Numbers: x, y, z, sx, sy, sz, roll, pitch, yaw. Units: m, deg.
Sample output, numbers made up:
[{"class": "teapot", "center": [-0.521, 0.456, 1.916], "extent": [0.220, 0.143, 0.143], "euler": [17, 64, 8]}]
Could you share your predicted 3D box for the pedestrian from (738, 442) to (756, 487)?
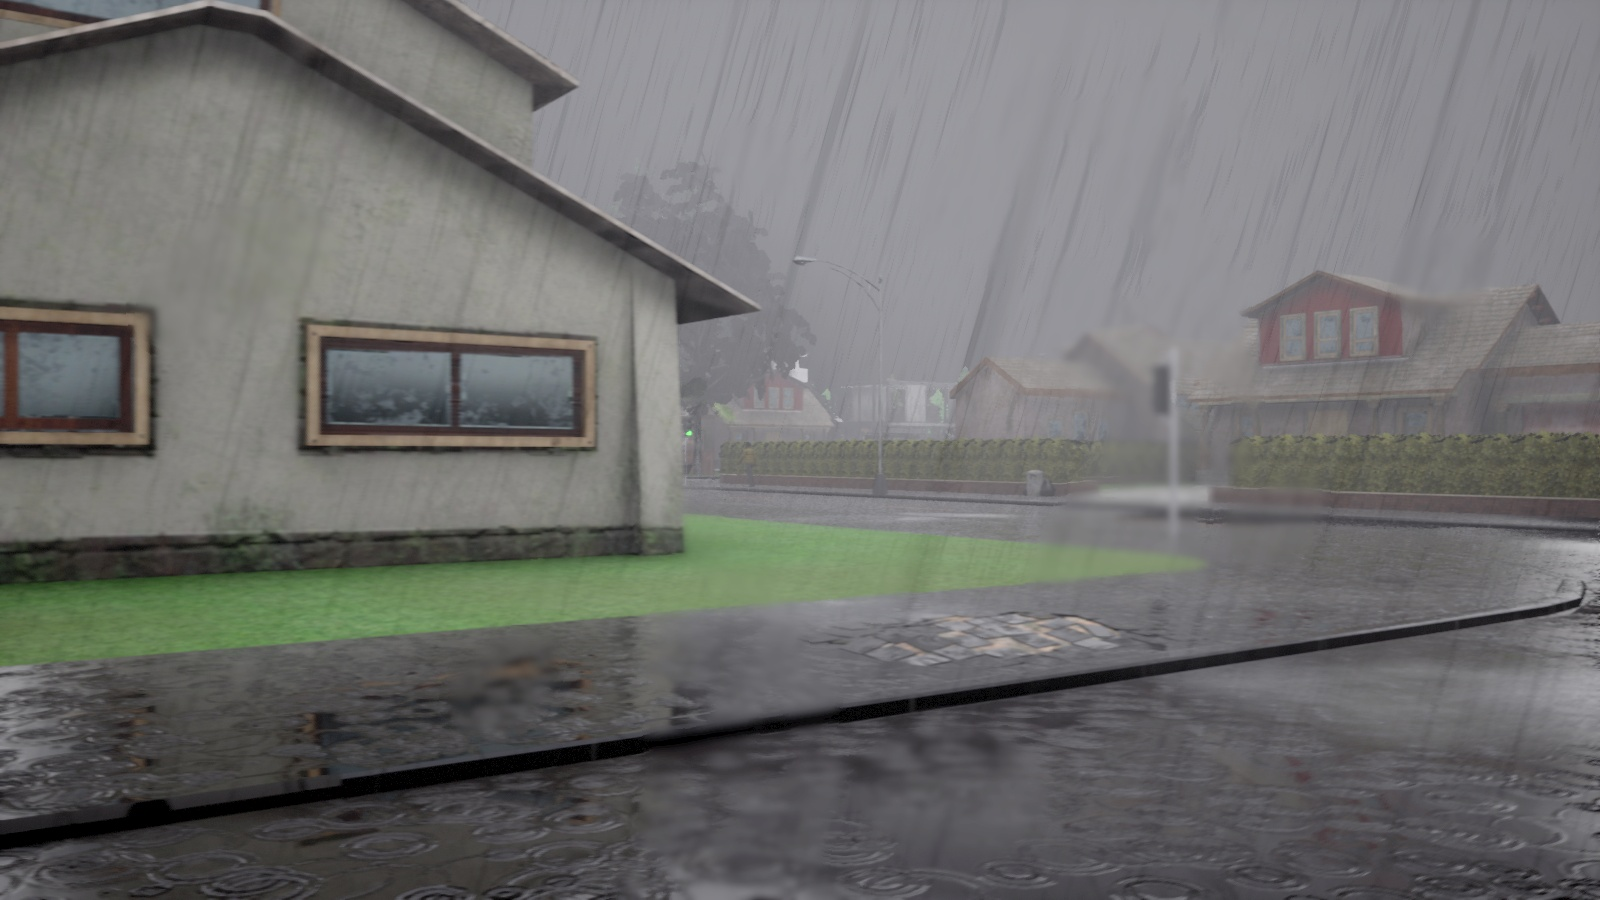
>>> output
[{"class": "pedestrian", "center": [-2.166, 0.585, 51.434], "extent": [0.431, 1.840, 0.709], "euler": [0, 0, -38]}]
